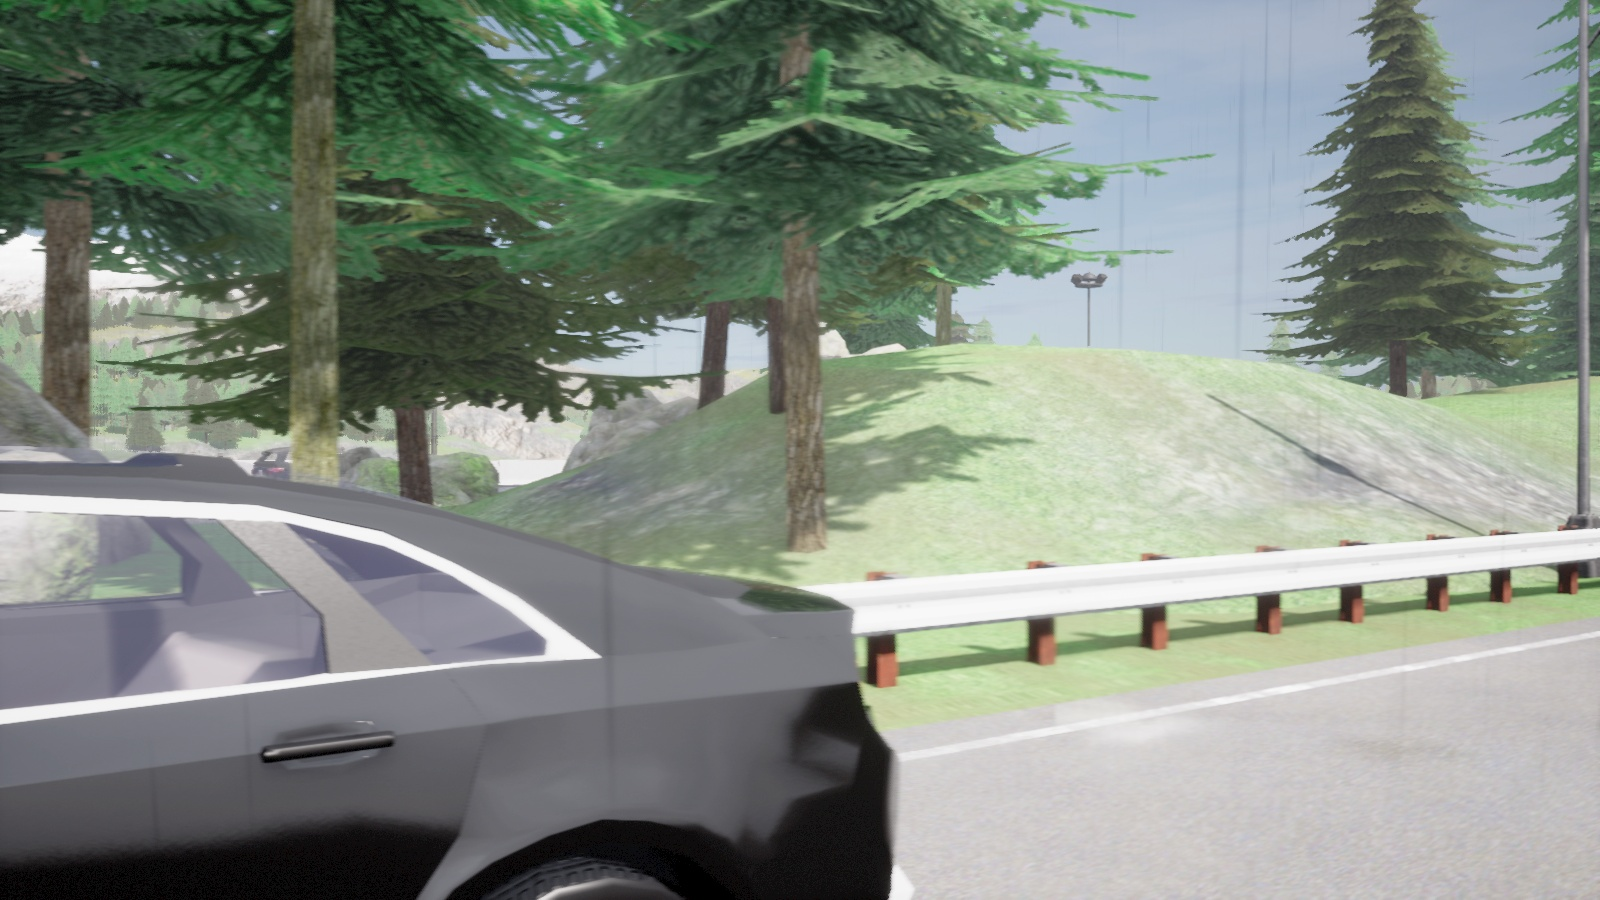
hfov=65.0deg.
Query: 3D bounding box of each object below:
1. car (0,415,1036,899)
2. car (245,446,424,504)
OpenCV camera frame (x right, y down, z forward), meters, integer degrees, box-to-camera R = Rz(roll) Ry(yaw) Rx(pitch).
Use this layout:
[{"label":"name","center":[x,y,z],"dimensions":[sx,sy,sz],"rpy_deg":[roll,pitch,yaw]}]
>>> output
[{"label":"car","center":[-2.107,0.712,2.196],"dimensions":[4.902,1.511,2.128],"rpy_deg":[0,0,-35]},{"label":"car","center":[-14.167,0.719,38.342],"dimensions":[4.611,1.667,2.242],"rpy_deg":[0,0,-42]}]
